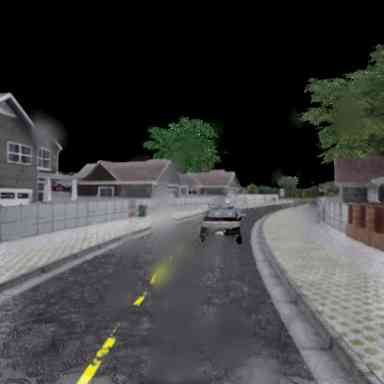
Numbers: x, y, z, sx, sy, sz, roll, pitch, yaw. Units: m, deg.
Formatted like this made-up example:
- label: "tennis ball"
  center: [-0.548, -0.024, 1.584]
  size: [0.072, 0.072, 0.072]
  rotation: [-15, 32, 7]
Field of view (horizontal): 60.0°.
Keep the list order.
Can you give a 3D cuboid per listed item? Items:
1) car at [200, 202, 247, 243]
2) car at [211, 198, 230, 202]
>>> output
- label: "car"
  center: [1.564, 1.484, 16.117]
  size: [2.128, 1.511, 4.902]
  rotation: [0, 0, 10]
- label: "car"
  center: [2.594, 1.366, 31.821]
  size: [2.097, 1.767, 4.553]
  rotation: [0, 0, 17]
